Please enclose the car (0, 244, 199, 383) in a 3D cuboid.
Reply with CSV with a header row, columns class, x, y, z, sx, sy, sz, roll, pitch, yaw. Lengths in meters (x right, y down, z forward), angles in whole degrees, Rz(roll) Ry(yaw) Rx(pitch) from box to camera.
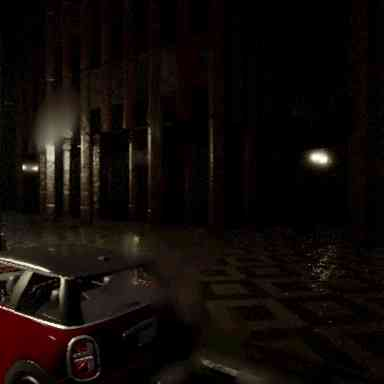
class,x,y,z,sx,sy,sz,roll,pitch,yaw
car,-2.009,1.418,4.379,4.097,1.590,1.967,0,0,35
